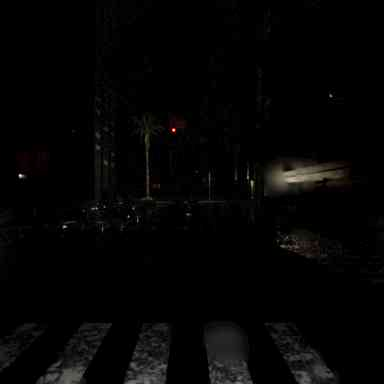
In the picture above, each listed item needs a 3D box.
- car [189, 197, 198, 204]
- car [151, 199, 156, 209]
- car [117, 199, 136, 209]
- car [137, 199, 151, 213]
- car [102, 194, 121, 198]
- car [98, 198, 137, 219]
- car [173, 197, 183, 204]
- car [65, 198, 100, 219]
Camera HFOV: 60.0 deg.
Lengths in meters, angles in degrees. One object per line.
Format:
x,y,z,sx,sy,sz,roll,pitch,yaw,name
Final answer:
0.280,1.791,69.850,1.994,1.385,4.181,0,0,0,car
-6.467,1.735,48.982,1.895,1.301,4.718,0,0,1,car
-9.710,1.701,49.798,1.994,1.385,4.181,0,0,0,car
-6.502,1.587,39.093,2.128,1.511,4.902,0,0,0,car
-9.753,1.320,39.838,2.150,2.045,5.566,0,0,0,car
-6.526,1.543,29.625,1.882,1.535,5.008,0,0,0,car
-2.971,1.791,69.833,1.994,1.385,4.181,0,0,0,car
-9.772,1.544,29.892,1.882,1.535,5.008,0,0,0,car
